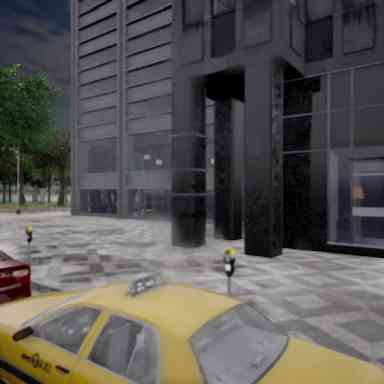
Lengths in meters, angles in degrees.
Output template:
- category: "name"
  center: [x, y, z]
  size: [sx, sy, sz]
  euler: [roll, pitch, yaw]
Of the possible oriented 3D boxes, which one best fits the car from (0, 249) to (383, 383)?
- category: "car"
  center: [-0.654, 1.525, 3.428]
  size: [4.829, 1.417, 1.752]
  euler: [0, 0, 36]
